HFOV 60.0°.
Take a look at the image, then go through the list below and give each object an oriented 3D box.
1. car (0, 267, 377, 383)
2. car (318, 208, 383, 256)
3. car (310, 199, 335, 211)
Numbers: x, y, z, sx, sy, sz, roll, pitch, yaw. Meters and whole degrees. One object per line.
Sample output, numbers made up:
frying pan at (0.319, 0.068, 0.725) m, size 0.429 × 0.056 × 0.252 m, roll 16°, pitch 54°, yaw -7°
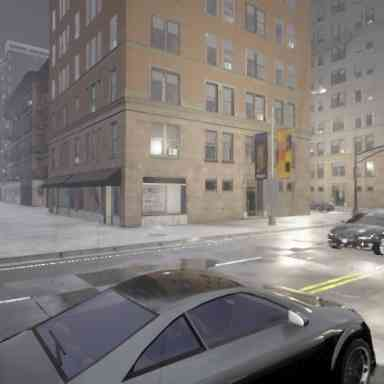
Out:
car at (0.158, 1.564, 3.573) m, size 4.181 × 1.385 × 1.994 m, roll 0°, pitch 0°, yaw -36°
car at (7.334, 1.510, 13.233) m, size 4.892 × 1.490 × 1.837 m, roll 1°, pitch 0°, yaw -37°
car at (14.078, 1.552, 38.144) m, size 1.994 × 1.385 × 4.181 m, roll 0°, pitch 0°, yaw -36°
